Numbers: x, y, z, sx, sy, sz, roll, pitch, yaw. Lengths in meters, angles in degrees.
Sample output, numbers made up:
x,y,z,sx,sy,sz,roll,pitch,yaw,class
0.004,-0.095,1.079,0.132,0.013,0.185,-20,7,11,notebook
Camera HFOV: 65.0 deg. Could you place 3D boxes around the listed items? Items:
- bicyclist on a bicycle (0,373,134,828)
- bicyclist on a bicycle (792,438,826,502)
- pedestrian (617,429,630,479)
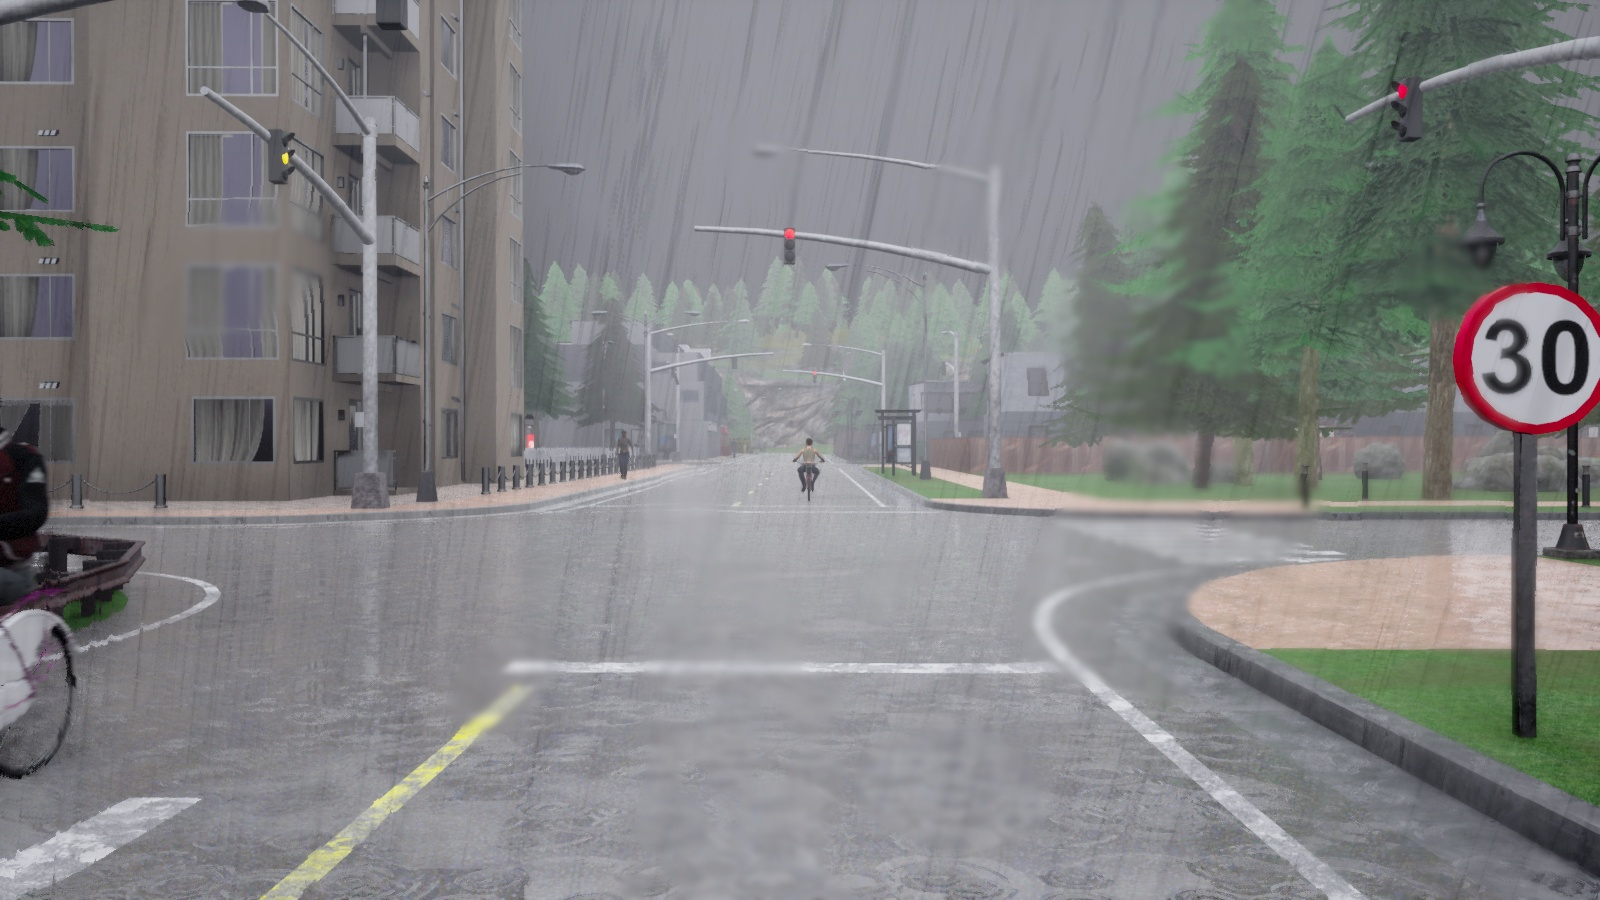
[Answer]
x,y,z,sx,sy,sz,roll,pitch,yaw,class
-3.452,0.586,4.957,0.659,1.776,1.843,0,0,0,bicyclist on a bicycle
0.232,0.499,32.609,0.866,1.612,1.509,0,0,0,bicyclist on a bicycle
-6.377,0.146,45.386,0.328,1.805,0.869,0,0,0,pedestrian
